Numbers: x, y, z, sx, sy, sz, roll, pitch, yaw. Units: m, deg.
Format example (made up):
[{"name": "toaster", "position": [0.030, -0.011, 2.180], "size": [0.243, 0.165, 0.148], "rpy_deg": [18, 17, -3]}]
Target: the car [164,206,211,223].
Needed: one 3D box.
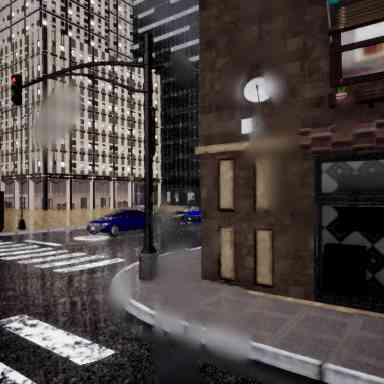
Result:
[{"name": "car", "position": [-0.330, 1.975, 30.490], "size": [2.008, 1.369, 4.403], "rpy_deg": [-2, -2, 35]}]

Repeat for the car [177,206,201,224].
[{"name": "car", "position": [1.240, 1.863, 27.974], "size": [1.882, 1.535, 5.008], "rpy_deg": [-1, -1, 35]}]

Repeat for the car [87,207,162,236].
[{"name": "car", "position": [-4.181, 1.773, 20.258], "size": [1.812, 1.442, 4.674], "rpy_deg": [-1, -1, 33]}]

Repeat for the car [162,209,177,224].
[{"name": "car", "position": [-3.533, 1.894, 25.934], "size": [2.008, 1.369, 4.403], "rpy_deg": [-2, -2, 35]}]
